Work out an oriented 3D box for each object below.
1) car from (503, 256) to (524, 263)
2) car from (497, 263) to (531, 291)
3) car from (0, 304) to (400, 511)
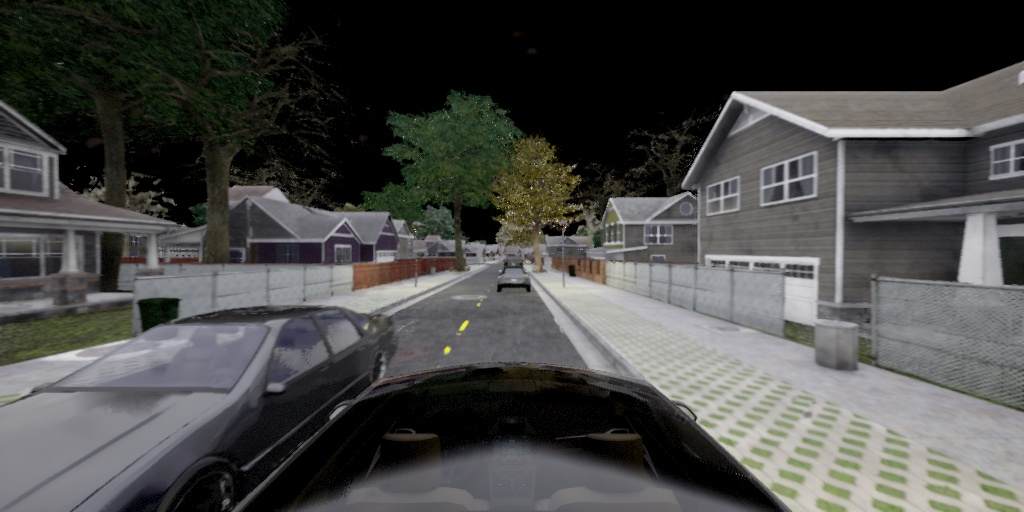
[{"bbox_3d":[0.139,0.971,40.403,2.150,2.045,5.566,0,0,0],"label":"car"},{"bbox_3d":[0.117,1.314,21.833,1.994,1.385,4.181,0,0,0],"label":"car"},{"bbox_3d":[-2.841,1.297,3.912,2.033,1.411,5.357,0,0,0],"label":"car"}]
